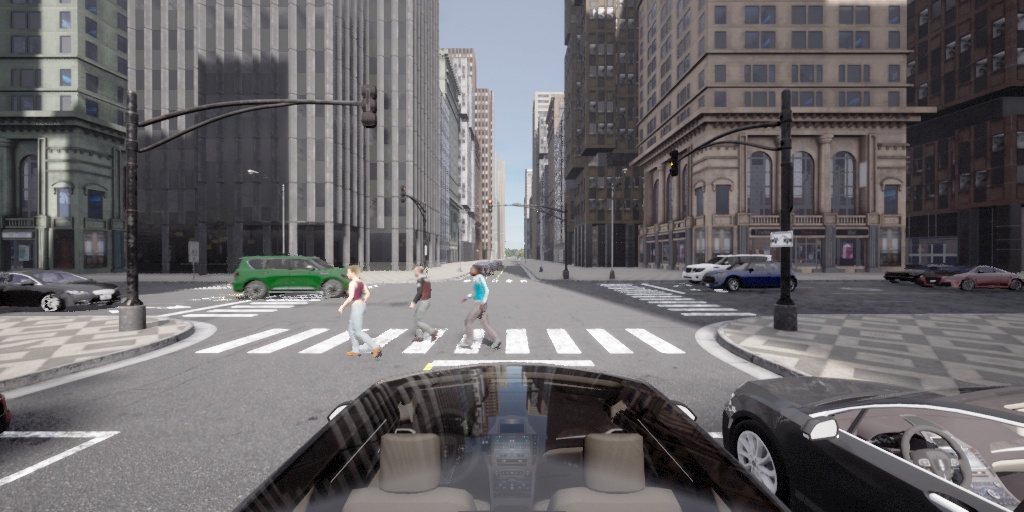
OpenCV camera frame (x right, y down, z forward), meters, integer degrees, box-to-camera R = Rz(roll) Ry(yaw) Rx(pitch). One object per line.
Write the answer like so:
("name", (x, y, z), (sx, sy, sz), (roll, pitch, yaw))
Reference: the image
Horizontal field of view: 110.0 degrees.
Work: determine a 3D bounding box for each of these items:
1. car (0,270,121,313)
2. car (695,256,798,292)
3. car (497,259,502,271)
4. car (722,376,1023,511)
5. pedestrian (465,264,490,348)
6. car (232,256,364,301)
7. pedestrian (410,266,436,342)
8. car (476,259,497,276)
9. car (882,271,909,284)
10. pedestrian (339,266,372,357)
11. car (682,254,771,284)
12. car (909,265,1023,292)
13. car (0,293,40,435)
("car", (-18.009, 1.304, 13.736), (4.902, 1.511, 2.128), (0, 0, 0))
("car", (13.354, 1.053, 20.361), (4.553, 1.767, 2.097), (0, 0, 0))
("car", (-2.846, 1.316, 50.238), (1.994, 1.385, 4.181), (0, 0, 0))
("car", (2.762, 1.300, 1.550), (2.007, 1.370, 4.403), (0, 0, 0))
("pedestrian", (-0.733, 1.049, 7.636), (0.375, 1.860, 0.375), (0, 0, 0))
("car", (-10.258, 0.999, 17.482), (5.566, 2.045, 2.150), (0, 1, -8))
("pedestrian", (-2.039, 1.051, 8.238), (0.375, 1.860, 0.375), (0, 0, 0))
("car", (-2.902, 1.297, 36.844), (2.033, 1.411, 5.357), (0, 0, 0))
("car", (27.539, 1.251, 23.576), (4.718, 1.301, 1.895), (0, 0, -1))
("pedestrian", (-3.057, 1.043, 7.040), (0.375, 1.860, 0.375), (0, 0, 0))
("car", (14.290, 0.906, 23.610), (5.566, 2.045, 2.150), (0, 0, 0))
("car", (25.867, 1.230, 20.331), (4.181, 1.385, 1.994), (0, 0, 0))
("car", (-5.764, 1.190, 1.565), (1.967, 1.591, 4.097), (0, 0, 0))
